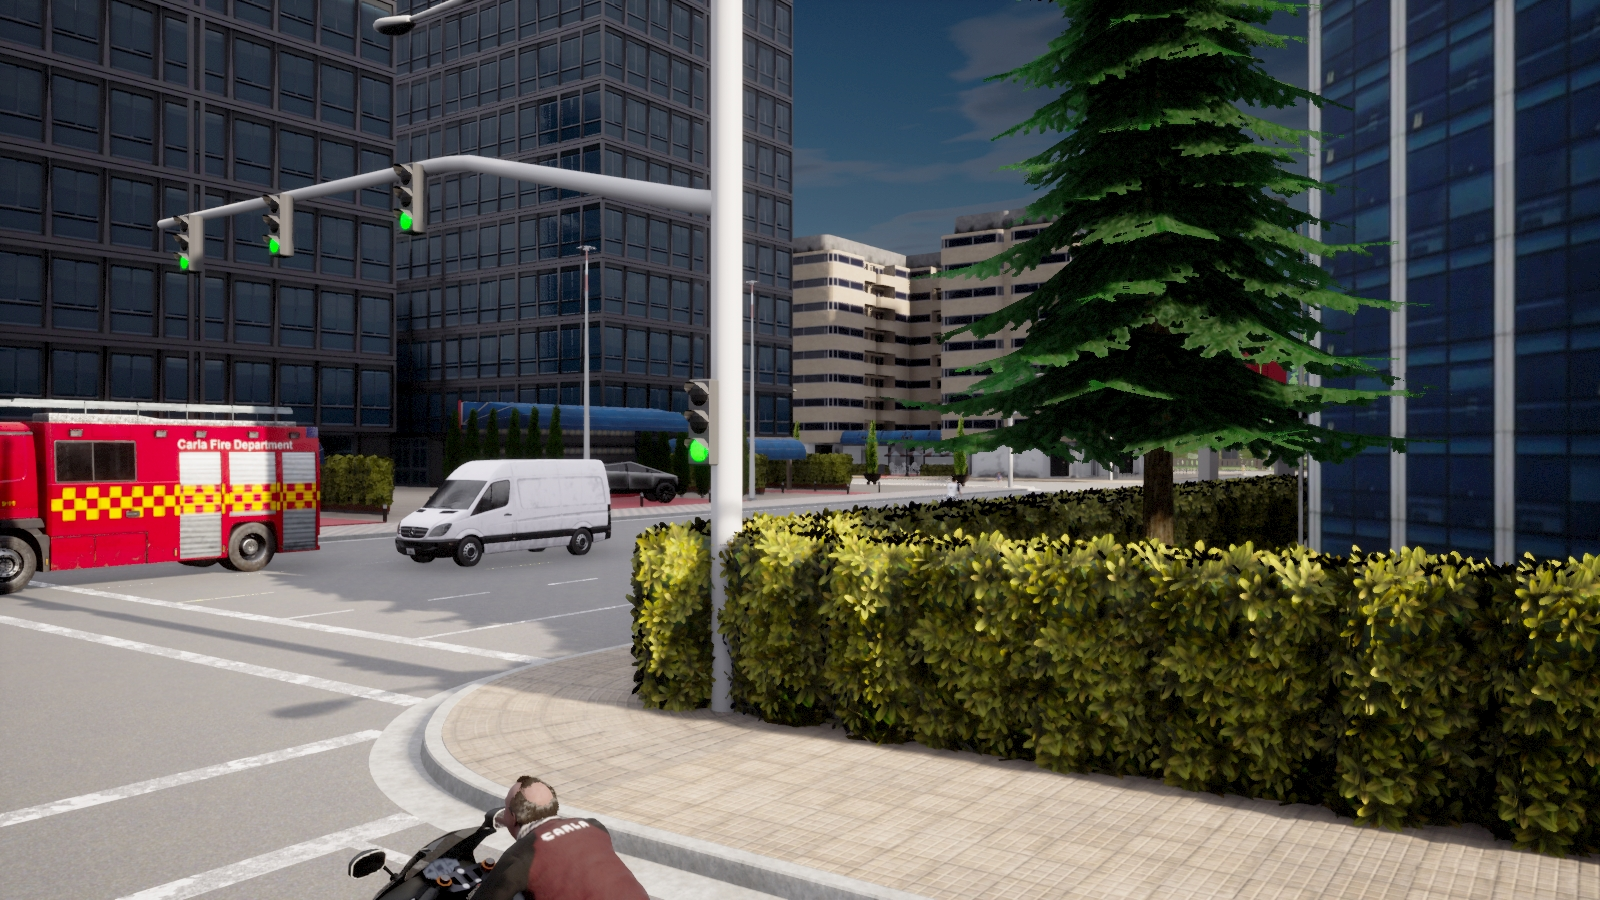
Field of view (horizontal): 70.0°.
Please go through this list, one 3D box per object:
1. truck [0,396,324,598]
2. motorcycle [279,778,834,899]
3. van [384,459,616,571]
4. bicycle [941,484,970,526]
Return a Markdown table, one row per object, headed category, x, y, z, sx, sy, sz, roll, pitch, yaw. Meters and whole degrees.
| category | x | y | z | sx | sy | sz | roll | pitch | yaw |
| --- | --- | --- | --- | --- | --- | --- | --- | --- | --- |
| truck | -14.959 | 0.889 | 24.598 | 2.891 | 3.827 | 8.468 | 0 | 0 | 34 |
| motorcycle | -1.027 | 2.205 | 4.504 | 2.209 | 1.251 | 0.867 | 0 | 0 | 35 |
| van | -7.573 | 1.533 | 29.577 | 1.988 | 2.561 | 5.915 | 0 | 0 | 35 |
| bicycle | 5.843 | 2.055 | 42.904 | 0.373 | 1.496 | 1.643 | 0 | 0 | 35 |
